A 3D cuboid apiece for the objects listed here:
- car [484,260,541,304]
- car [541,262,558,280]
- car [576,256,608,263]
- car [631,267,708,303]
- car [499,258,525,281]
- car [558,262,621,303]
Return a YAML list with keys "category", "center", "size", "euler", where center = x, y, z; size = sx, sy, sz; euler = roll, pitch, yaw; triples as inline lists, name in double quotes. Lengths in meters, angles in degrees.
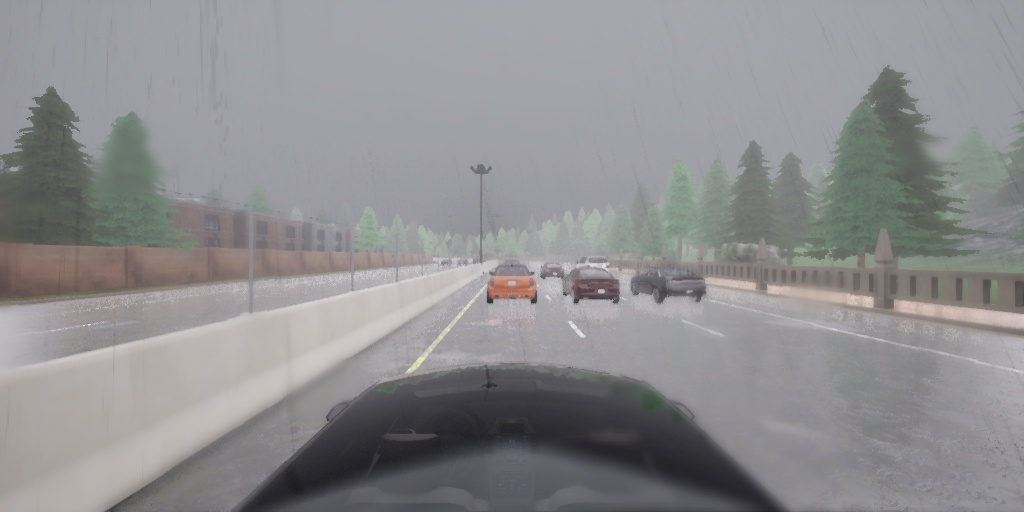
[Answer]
- category: "car"
  center: [0.000, 1.113, 16.470]
  size: [2.097, 1.767, 4.553]
  euler: [0, 0, 0]
- category: "car"
  center: [3.500, 1.280, 31.500]
  size: [1.812, 1.442, 4.674]
  euler: [0, 0, 0]
- category: "car"
  center: [7.000, 1.005, 31.530]
  size: [2.150, 2.045, 5.566]
  euler: [0, 0, 0]
- category: "car"
  center: [7.000, 1.242, 16.500]
  size: [2.128, 1.511, 4.902]
  euler: [0, 0, 0]
- category: "car"
  center: [0.000, 1.114, 31.470]
  size: [2.097, 1.767, 4.553]
  euler: [0, 0, 0]
- category: "car"
  center: [3.500, 1.232, 16.500]
  size: [1.882, 1.535, 5.008]
  euler: [0, 0, 0]
